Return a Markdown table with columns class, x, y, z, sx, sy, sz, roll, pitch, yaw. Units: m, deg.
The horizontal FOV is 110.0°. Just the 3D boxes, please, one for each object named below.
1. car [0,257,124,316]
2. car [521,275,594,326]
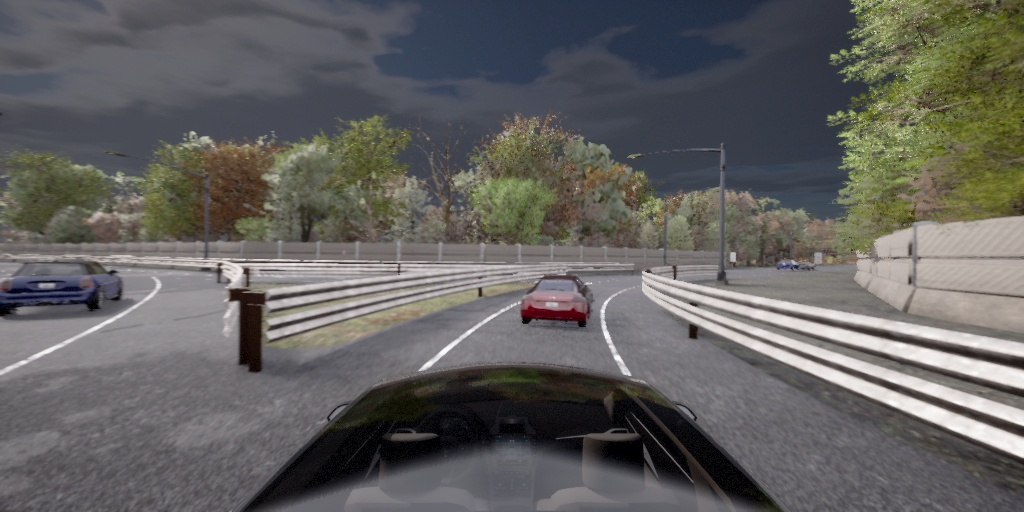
| class | x | y | z | sx | sy | sz | roll | pitch | yaw |
| --- | --- | --- | --- | --- | --- | --- | --- | --- | --- |
| car | -15.690 | 0.912 | 12.727 | 2.097 | 1.767 | 4.553 | 1 | 0 | -39 |
| car | 1.624 | 1.320 | 11.912 | 1.994 | 1.385 | 4.181 | 1 | 0 | 15 |
